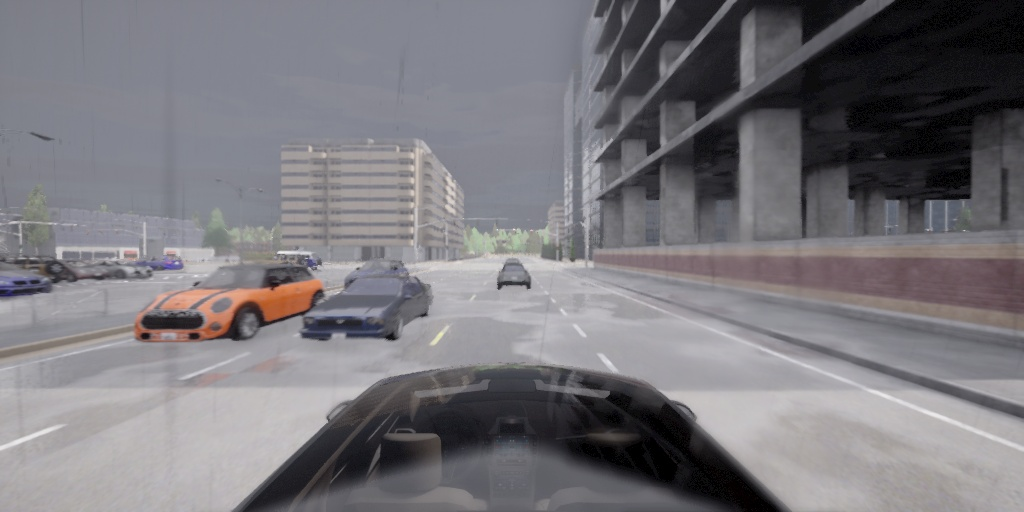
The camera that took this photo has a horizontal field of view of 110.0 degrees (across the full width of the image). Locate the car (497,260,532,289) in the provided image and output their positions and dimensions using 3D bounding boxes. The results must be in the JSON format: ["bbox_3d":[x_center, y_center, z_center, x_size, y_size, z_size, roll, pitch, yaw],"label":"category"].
[{"bbox_3d":[0.090,1.140,21.529,1.994,1.385,4.181,0,0,-1],"label":"car"}]

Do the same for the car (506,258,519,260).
[{"bbox_3d":[0.065,0.961,35.302,1.837,1.490,4.892,0,0,0],"label":"car"}]

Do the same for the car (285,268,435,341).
[{"bbox_3d":[-3.502,1.224,9.917,2.033,1.411,5.357,0,0,0],"label":"car"}]

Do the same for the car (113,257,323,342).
[{"bbox_3d":[-7.006,1.028,9.574,2.097,1.767,4.553,0,1,0],"label":"car"}]

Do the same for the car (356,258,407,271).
[{"bbox_3d":[-7.023,0.946,19.147,2.097,1.767,4.553,0,0,0],"label":"car"}]
